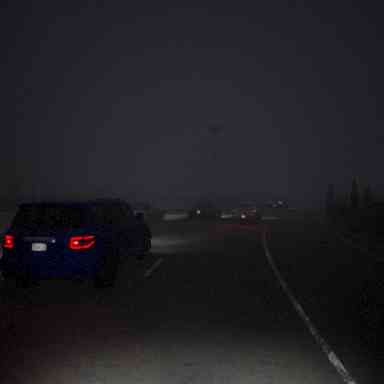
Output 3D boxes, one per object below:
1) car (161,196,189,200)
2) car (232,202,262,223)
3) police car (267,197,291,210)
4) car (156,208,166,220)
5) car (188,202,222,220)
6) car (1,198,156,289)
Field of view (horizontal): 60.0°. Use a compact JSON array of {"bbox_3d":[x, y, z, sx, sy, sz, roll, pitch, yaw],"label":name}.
[{"bbox_3d":[-1.661,1.363,47.380,2.033,1.411,5.357,0,0,29],"label":"car"},{"bbox_3d":[4.161,1.442,24.875,1.812,1.442,4.674,0,0,17],"label":"car"},{"bbox_3d":[10.480,1.381,39.905,2.038,1.542,4.974,0,0,27],"label":"police car"},{"bbox_3d":[-3.459,1.500,23.832,1.895,1.301,4.718,0,0,15],"label":"car"},{"bbox_3d":[1.099,1.465,26.739,1.994,1.385,4.181,0,0,18],"label":"car"},{"bbox_3d":[-2.741,1.178,9.283,2.150,2.045,5.566,0,0,6],"label":"car"}]
